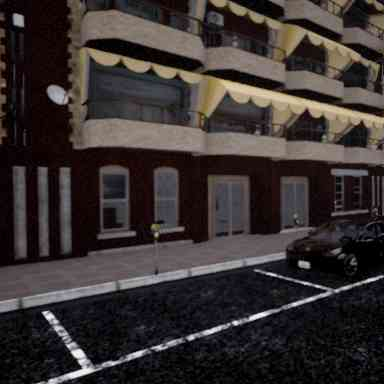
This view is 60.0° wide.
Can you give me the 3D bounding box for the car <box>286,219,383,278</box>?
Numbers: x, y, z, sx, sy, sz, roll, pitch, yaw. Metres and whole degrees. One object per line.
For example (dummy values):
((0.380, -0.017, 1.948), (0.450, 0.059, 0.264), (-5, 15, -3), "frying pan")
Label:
((4.690, 1.500, 9.915), (4.313, 1.339, 1.947), (0, 0, -36), "car")
